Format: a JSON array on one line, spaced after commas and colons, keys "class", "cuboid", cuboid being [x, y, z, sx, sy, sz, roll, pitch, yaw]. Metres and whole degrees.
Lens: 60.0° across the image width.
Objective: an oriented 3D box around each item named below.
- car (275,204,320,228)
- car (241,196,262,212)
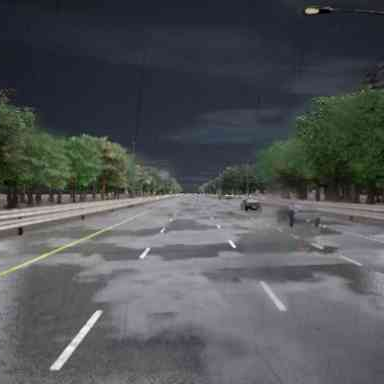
[{"class": "car", "cuboid": [7.015, 1.537, 22.483, 2.128, 1.511, 4.902, 0, 0, 0]}, {"class": "car", "cuboid": [7.028, 1.574, 39.954, 1.882, 1.535, 5.008, 0, 0, 0]}]
